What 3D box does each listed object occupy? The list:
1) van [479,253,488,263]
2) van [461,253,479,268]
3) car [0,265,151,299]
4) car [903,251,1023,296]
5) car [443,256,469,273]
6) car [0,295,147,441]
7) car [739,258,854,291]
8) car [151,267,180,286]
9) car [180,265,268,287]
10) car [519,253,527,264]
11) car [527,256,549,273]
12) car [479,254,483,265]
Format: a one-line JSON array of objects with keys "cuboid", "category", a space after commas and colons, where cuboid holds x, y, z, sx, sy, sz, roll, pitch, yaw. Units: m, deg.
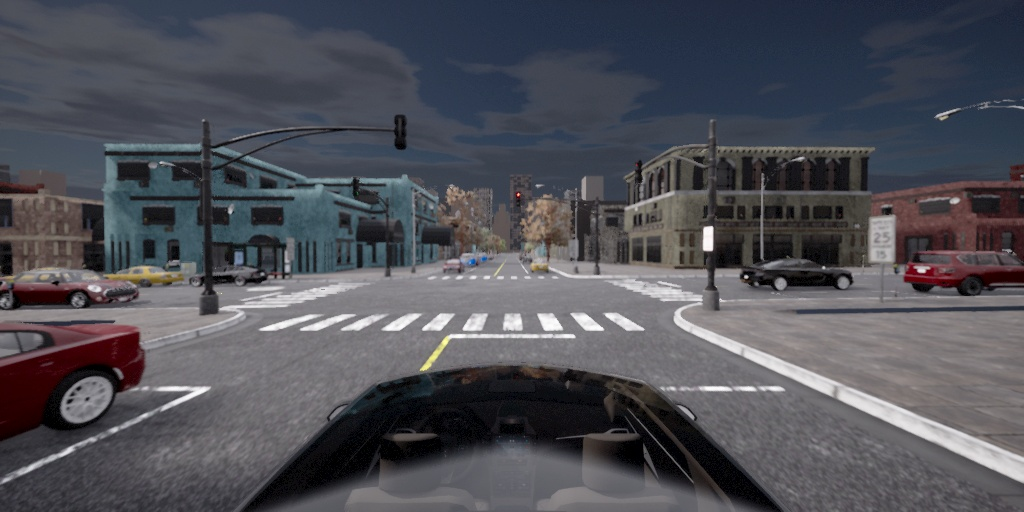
[{"cuboid": [-5.679, 0.399, 63.064, 1.690, 1.789, 3.998, 0, 0, 0], "category": "van"}, {"cuboid": [-5.681, 0.587, 46.426, 1.690, 1.789, 3.998, 0, 0, 0], "category": "van"}, {"cuboid": [-18.068, 1.278, 14.807, 4.097, 1.591, 1.967, 0, 0, -1], "category": "car"}, {"cuboid": [19.949, 0.689, 15.445, 5.009, 1.841, 2.192, 0, 0, -1], "category": "car"}, {"cuboid": [-5.682, 0.953, 35.335, 1.802, 1.307, 4.207, 0, 0, 0], "category": "car"}, {"cuboid": [-5.687, 1.283, 2.818, 1.888, 1.381, 4.507, 0, 0, 0], "category": "car"}, {"cuboid": [14.208, 0.869, 18.019, 5.008, 1.535, 1.882, -1, 1, -1], "category": "car"}, {"cuboid": [-24.009, 1.265, 23.050, 4.829, 1.417, 1.751, 0, 0, -1], "category": "car"}, {"cuboid": [-18.186, 1.236, 23.152, 4.313, 1.339, 1.948, 0, 0, -1], "category": "car"}, {"cuboid": [2.702, 0.608, 63.063, 2.007, 1.370, 4.403, 0, 0, 0], "category": "car"}, {"cuboid": [2.698, 0.897, 35.504, 1.751, 1.417, 4.829, 0, 0, 0], "category": "car"}, {"cuboid": [-5.681, 0.728, 51.973, 1.888, 1.381, 4.507, 0, 0, 0], "category": "car"}]
